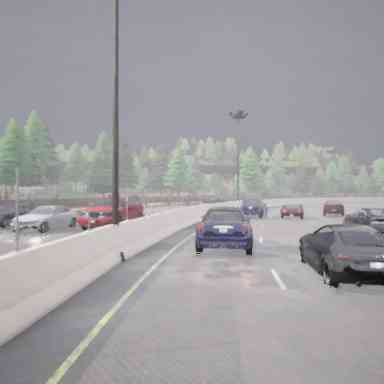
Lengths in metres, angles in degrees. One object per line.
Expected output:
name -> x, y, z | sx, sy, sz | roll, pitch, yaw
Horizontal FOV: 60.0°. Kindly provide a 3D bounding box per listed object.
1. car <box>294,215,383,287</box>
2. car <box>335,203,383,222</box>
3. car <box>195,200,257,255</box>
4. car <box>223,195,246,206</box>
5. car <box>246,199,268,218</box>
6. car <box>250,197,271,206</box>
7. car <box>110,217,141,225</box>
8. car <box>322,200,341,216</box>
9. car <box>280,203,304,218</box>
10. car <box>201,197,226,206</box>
car -> 4.319, 1.590, 9.334 | 1.994, 1.385, 4.181 | 0, 0, 6
car -> 8.991, 1.543, 16.571 | 2.128, 1.511, 4.902 | 0, 0, 11
car -> 1.404, 1.371, 13.748 | 2.097, 1.767, 4.553 | 0, 0, 8
car -> 7.424, 1.438, 57.938 | 2.097, 1.767, 4.553 | 0, 0, 34
car -> 5.779, 1.405, 30.929 | 2.097, 1.767, 4.553 | 0, 0, 19
car -> 12.110, 1.609, 58.520 | 1.837, 1.490, 4.892 | 0, 0, 36
car -> -4.727, 1.224, 20.382 | 2.150, 2.045, 5.566 | 0, 0, 12
car -> 14.286, 1.566, 33.615 | 1.882, 1.535, 5.008 | 0, 0, 22
car -> 9.186, 1.666, 30.260 | 1.895, 1.301, 4.718 | 0, 0, 19
car -> 3.800, 1.621, 58.763 | 2.033, 1.411, 5.357 | 0, 0, 33
